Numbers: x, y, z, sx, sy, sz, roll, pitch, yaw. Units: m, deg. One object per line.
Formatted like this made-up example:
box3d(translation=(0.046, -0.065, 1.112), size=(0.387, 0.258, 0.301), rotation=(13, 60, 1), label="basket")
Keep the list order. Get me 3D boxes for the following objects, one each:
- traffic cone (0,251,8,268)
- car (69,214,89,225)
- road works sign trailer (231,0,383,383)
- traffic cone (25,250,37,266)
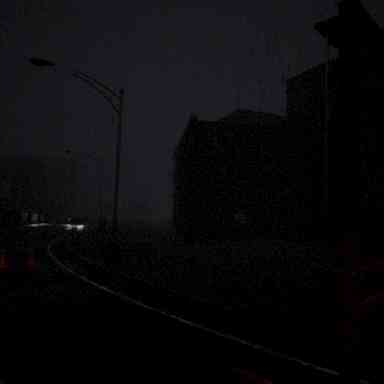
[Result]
box3d(translation=(-7.078, 2.522, 12.480), size=(0.340, 0.580, 0.340), rotation=(5, -5, -43), label="traffic cone")
box3d(translation=(-17.129, 4.145, 50.659), size=(1.882, 1.535, 5.008), rotation=(2, -4, -1), label="car")
box3d(translation=(1.509, 0.682, 2.799), size=(2.380, 3.560, 2.880), rotation=(5, -5, -45), label="road works sign trailer")
box3d(translation=(-6.348, 2.587, 13.160), size=(0.340, 0.580, 0.340), rotation=(5, -5, -43), label="traffic cone")
